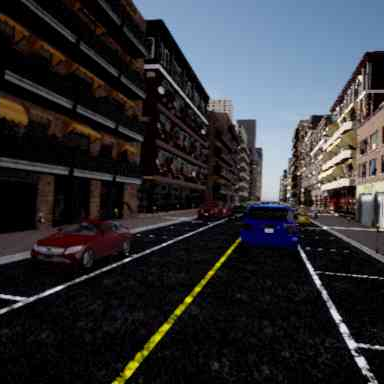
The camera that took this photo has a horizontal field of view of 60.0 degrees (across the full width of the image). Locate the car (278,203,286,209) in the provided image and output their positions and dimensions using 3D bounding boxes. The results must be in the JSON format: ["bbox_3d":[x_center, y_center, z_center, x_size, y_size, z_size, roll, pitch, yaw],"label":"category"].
[{"bbox_3d":[24.733,3.758,91.218,1.947,1.339,4.313,3,-1,14],"label":"car"}]

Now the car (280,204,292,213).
[{"bbox_3d":[18.064,3.123,63.845,2.008,1.369,4.403,3,-1,14],"label":"car"}]

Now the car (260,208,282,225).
[{"bbox_3d":[7.827,2.345,32.773,1.895,1.301,4.718,2,-1,14],"label":"car"}]

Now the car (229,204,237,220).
[{"bbox_3d":[5.074,2.152,34.852,1.837,1.490,4.892,2,-1,14],"label":"car"}]

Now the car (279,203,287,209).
[{"bbox_3d":[23.442,3.598,85.909,1.752,1.417,4.829,3,-1,14],"label":"car"}]

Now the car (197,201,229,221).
[{"bbox_3d":[1.939,1.798,32.993,2.192,1.841,5.009,3,-1,14],"label":"car"}]

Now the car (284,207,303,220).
[{"bbox_3d":[12.728,2.618,41.946,1.887,1.381,4.507,3,-1,14],"label":"car"}]

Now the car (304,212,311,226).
[{"bbox_3d":[10.102,2.353,31.162,1.752,1.417,4.829,3,-1,14],"label":"car"}]

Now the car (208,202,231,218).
[{"bbox_3d":[3.267,2.047,38.466,1.967,1.590,4.097,3,-1,14],"label":"car"}]

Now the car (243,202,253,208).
[{"bbox_3d":[13.933,3.154,82.262,2.008,1.369,4.403,3,-1,14],"label":"car"}]

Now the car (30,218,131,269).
[{"bbox_3d":[-3.410,1.563,11.091,1.802,1.307,4.206,3,-1,14],"label":"car"}]

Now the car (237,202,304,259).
[{"bbox_3d":[3.409,1.550,14.576,2.150,2.045,5.566,2,-1,14],"label":"car"}]

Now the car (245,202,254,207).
[{"bbox_3d":[15.266,3.278,87.737,2.008,1.369,4.403,3,-1,14],"label":"car"}]

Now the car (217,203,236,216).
[{"bbox_3d":[4.596,2.277,43.940,1.887,1.381,4.507,3,-1,14],"label":"car"}]
